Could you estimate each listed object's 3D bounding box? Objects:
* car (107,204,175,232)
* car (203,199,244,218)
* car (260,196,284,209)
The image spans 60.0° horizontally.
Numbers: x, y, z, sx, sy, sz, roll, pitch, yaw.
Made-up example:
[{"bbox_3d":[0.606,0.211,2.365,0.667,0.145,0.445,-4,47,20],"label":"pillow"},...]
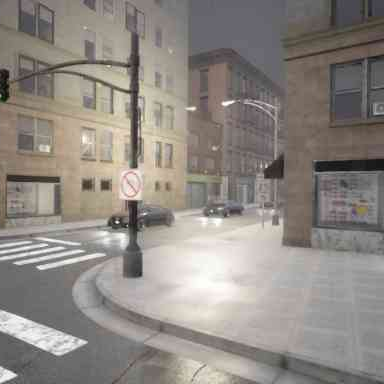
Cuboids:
[{"bbox_3d":[-2.823,1.388,19.119,1.994,1.385,4.181,1,1,33],"label":"car"},{"bbox_3d":[2.656,1.285,27.363,1.994,1.385,4.181,1,1,35],"label":"car"},{"bbox_3d":[9.106,1.160,37.077,1.994,1.385,4.181,1,1,34],"label":"car"}]
